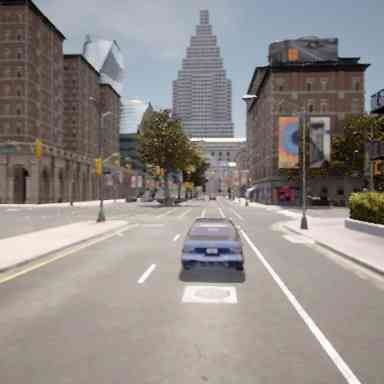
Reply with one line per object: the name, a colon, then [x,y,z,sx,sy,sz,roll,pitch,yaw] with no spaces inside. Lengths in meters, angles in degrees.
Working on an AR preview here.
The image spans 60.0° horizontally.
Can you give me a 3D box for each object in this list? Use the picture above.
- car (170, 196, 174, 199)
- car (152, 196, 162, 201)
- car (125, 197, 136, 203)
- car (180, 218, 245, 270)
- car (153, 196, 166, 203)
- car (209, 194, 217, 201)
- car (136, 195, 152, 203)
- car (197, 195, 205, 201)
car: [-5.917,1.757,90.067,1.895,1.301,4.718,0,0,4]
car: [-9.408,1.701,90.312,1.994,1.385,4.181,0,0,4]
car: [-13.654,1.694,74.614,1.895,1.301,4.718,0,0,3]
car: [0.694,1.573,11.106,2.033,1.411,5.357,0,0,4]
car: [-6.896,1.721,74.538,1.895,1.301,4.718,0,0,4]
car: [5.845,1.566,93.843,2.097,1.767,4.553,0,0,4]
car: [-10.385,1.468,74.809,2.097,1.767,4.553,0,0,4]
car: [2.353,1.722,94.093,1.812,1.442,4.674,0,0,4]
